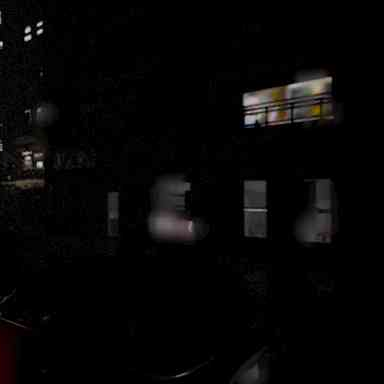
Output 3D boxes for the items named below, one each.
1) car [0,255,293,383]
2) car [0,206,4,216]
[{"bbox_3d":[-1.125,1.456,3.674,4.097,1.590,1.967,0,0,35],"label":"car"},{"bbox_3d":[-22.052,2.152,40.235,1.887,1.381,4.507,-1,-2,35],"label":"car"}]
